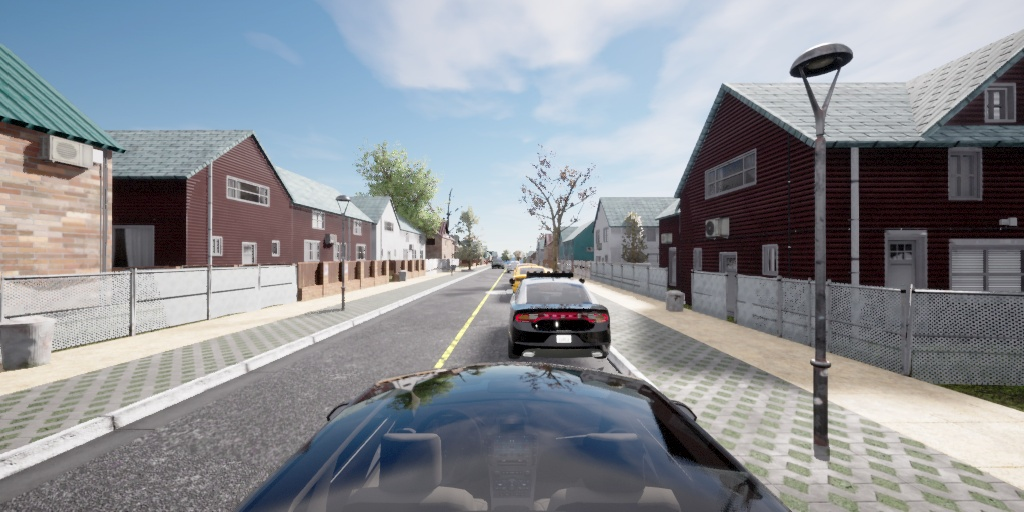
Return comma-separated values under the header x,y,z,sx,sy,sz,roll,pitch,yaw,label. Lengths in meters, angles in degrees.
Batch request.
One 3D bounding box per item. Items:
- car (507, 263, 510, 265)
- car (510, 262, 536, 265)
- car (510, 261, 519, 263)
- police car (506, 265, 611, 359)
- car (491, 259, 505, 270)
x,y,z,sx,sy,sz,roll,pitch,yaw,label
0.365,1.383,45.720,1.812,1.442,4.674,0,0,1,car
0.956,1.238,18.445,1.882,1.535,5.008,0,0,0,car
1.001,1.250,24.446,1.882,1.535,5.008,0,0,0,car
0.883,1.176,8.555,1.930,1.638,5.238,0,0,0,police car
-2.320,1.295,58.975,2.097,1.767,4.553,0,0,0,car
